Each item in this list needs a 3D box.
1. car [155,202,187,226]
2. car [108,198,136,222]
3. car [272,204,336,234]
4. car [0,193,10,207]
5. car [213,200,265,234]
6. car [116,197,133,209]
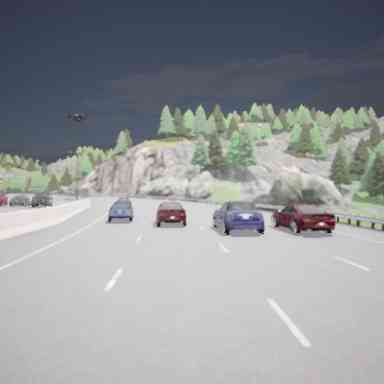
[{"bbox_3d":[-1.494,1.398,22.758,1.882,1.535,5.008,0,0,-7],"label":"car"},{"bbox_3d":[-5.431,1.467,25.805,2.033,1.411,5.357,0,0,-8],"label":"car"},{"bbox_3d":[6.027,1.396,18.541,1.882,1.535,5.008,0,0,-6],"label":"car"},{"bbox_3d":[-28.763,1.111,49.077,2.150,2.045,5.566,0,0,-17],"label":"car"},{"bbox_3d":[2.482,1.278,18.710,2.097,1.767,4.553,0,0,-6],"label":"car"},{"bbox_3d":[-8.825,1.428,43.250,1.994,1.385,4.181,0,0,-14],"label":"car"}]
